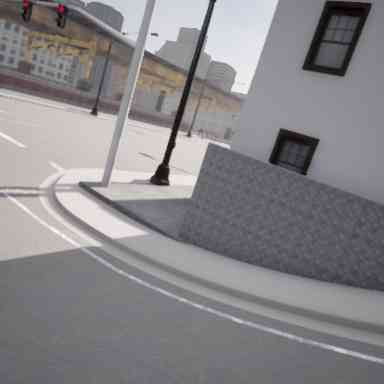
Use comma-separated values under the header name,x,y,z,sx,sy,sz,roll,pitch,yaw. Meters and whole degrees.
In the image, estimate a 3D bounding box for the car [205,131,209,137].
name,x,y,z,sx,sy,sz,roll,pitch,yaw
car,2.319,-14.407,80.528,2.038,1.542,4.974,17,12,-2

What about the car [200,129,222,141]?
name,x,y,z,sx,sy,sz,roll,pitch,yaw
car,4.937,-14.650,85.273,4.974,1.542,2.038,12,14,-26

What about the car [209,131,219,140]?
name,x,y,z,sx,sy,sz,roll,pitch,yaw
car,4.938,-14.806,85.217,4.536,1.218,1.853,12,14,-26

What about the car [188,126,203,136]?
name,x,y,z,sx,sy,sz,roll,pitch,yaw
car,-0.429,-14.602,76.784,4.536,1.218,1.853,15,12,-11

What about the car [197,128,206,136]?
name,x,y,z,sx,sy,sz,roll,pitch,yaw
car,2.367,-14.565,80.546,1.853,1.218,4.536,17,12,-2
